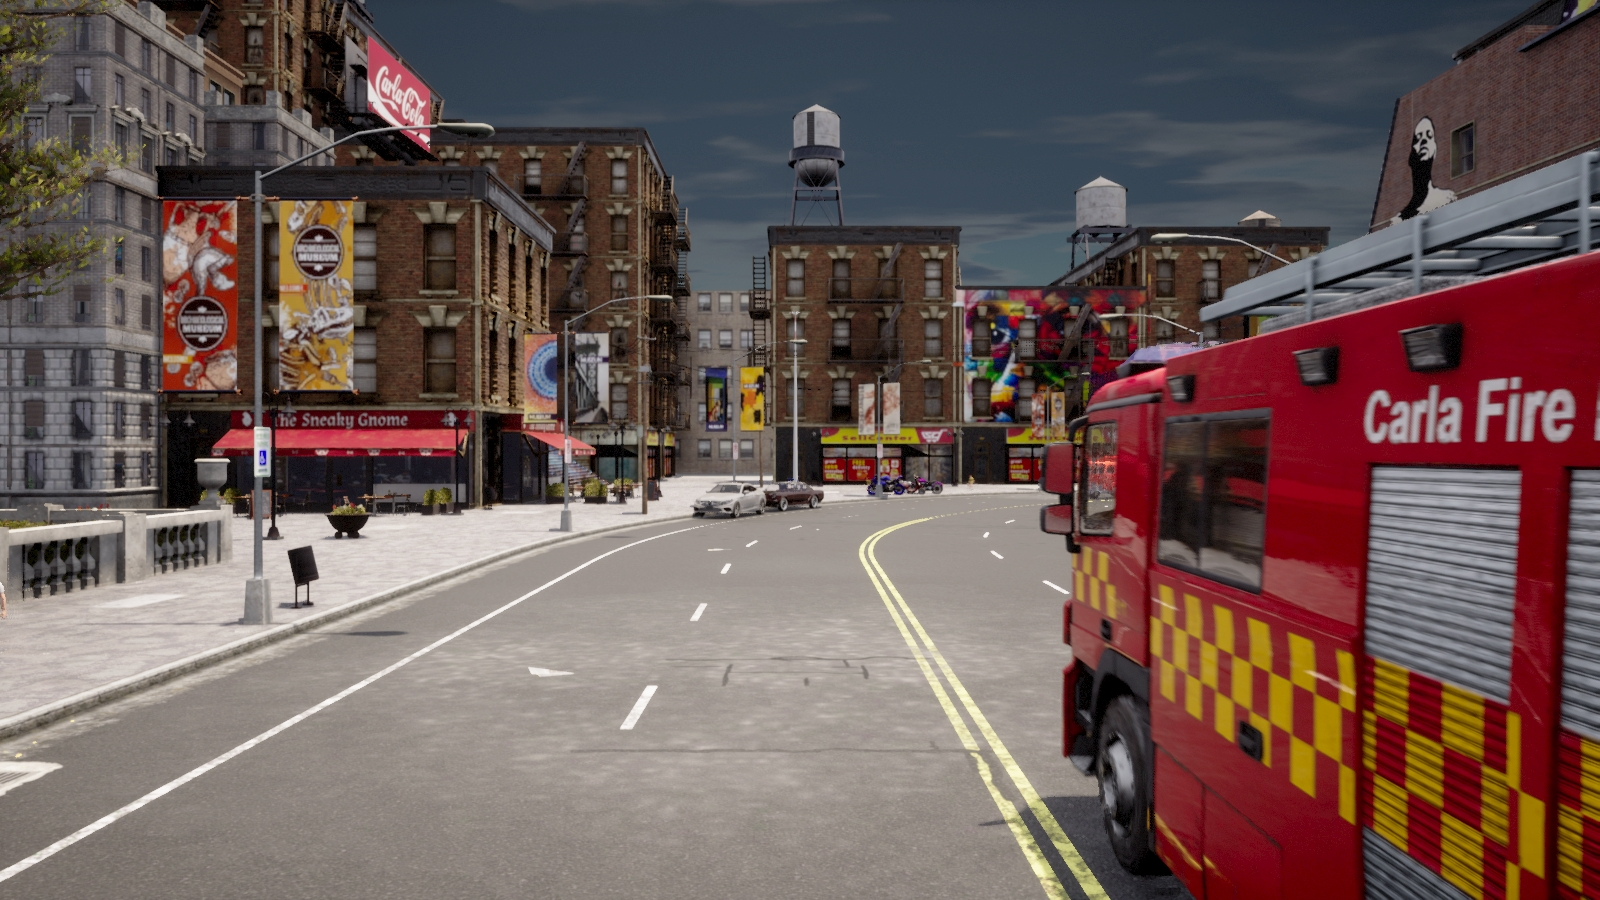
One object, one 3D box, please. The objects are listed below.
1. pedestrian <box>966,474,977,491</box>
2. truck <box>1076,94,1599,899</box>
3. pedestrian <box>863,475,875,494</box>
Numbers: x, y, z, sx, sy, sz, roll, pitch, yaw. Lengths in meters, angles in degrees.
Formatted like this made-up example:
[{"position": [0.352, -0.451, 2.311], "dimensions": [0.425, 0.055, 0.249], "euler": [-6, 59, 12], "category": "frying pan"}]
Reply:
[{"position": [11.136, 2.105, 74.130], "dimensions": [0.500, 1.100, 0.500], "euler": [0, 0, -34], "category": "pedestrian"}, {"position": [3.744, 0.893, 5.313], "dimensions": [2.891, 3.827, 8.468], "euler": [0, 0, 0], "category": "truck"}, {"position": [4.172, 2.103, 69.299], "dimensions": [0.500, 1.100, 0.500], "euler": [0, 0, -38], "category": "pedestrian"}]
